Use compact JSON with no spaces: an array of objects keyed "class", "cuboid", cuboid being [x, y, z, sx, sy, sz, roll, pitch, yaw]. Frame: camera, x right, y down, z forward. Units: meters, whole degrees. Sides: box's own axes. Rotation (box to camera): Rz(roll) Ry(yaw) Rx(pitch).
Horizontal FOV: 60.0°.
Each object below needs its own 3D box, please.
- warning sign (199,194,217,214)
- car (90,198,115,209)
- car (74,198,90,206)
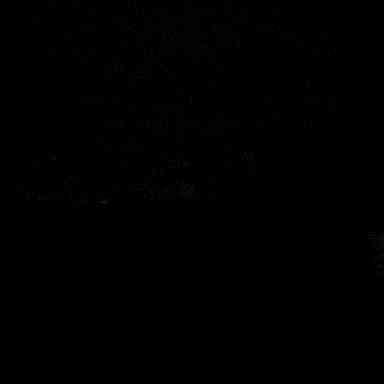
[{"class":"warning sign","cuboid":[1.511,1.110,31.791,1.300,1.860,1.060,0,0,-35]},{"class":"car","cuboid":[-12.642,1.594,47.845,1.812,1.442,4.674,0,0,-34]},{"class":"car","cuboid":[-18.443,1.668,56.067,1.994,1.385,4.181,0,0,-35]}]
